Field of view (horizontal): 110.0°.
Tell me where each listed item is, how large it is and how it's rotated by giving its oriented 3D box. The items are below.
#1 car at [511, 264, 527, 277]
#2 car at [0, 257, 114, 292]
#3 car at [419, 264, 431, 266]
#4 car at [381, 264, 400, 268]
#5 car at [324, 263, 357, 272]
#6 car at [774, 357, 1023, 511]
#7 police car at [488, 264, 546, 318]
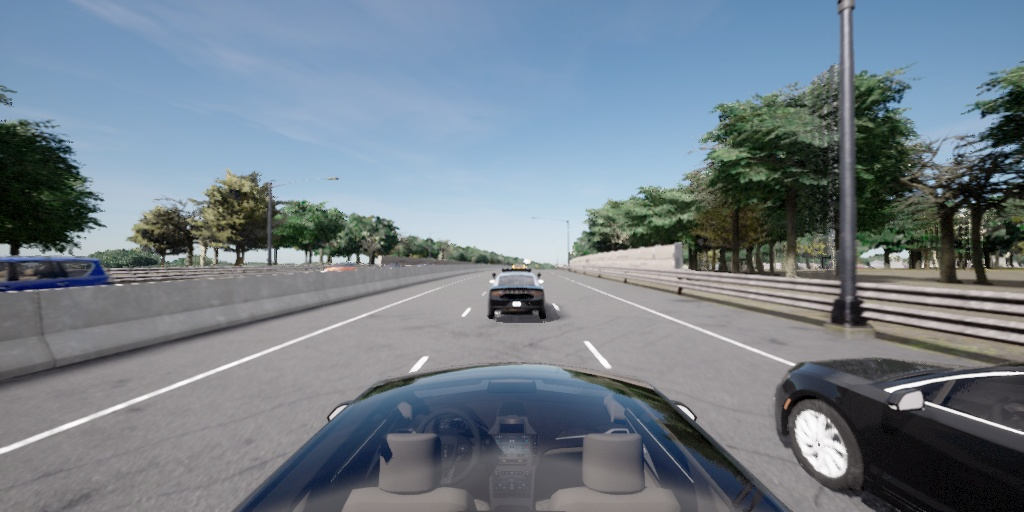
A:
[{"bbox_3d":[0.905,1.755,44.578,1.882,1.535,5.008,0,-1,2],"label":"car"},{"bbox_3d":[-14.064,1.026,9.359,2.150,2.045,5.566,0,0,0],"label":"car"},{"bbox_3d":[-12.957,1.912,52.432,2.128,1.511,4.902,0,-1,3],"label":"car"},{"bbox_3d":[-16.594,1.869,49.258,1.837,1.490,4.892,0,-1,3],"label":"car"},{"bbox_3d":[-20.356,1.604,42.745,2.097,1.767,4.553,0,-1,2],"label":"car"},{"bbox_3d":[3.610,1.258,1.688,1.837,1.490,4.892,0,0,0],"label":"car"},{"bbox_3d":[0.173,1.273,13.526,1.930,1.638,5.238,0,0,1],"label":"police car"}]
